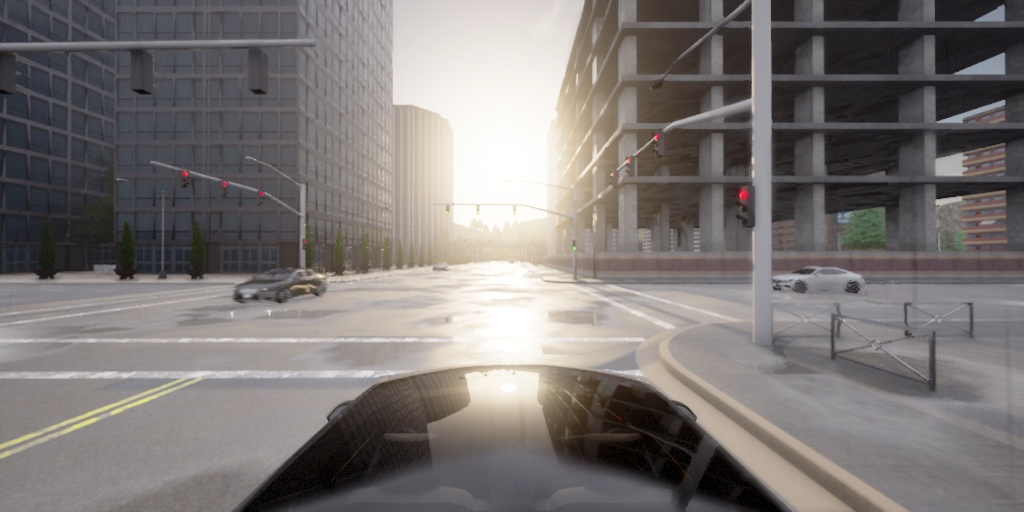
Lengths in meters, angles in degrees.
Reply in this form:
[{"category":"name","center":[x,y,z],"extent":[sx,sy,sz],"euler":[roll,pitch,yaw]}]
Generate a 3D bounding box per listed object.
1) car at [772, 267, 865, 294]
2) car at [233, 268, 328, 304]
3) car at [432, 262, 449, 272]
[{"category":"car","center":[17.010,1.326,20.121],"extent":[4.674,1.442,1.812],"euler":[0,0,-1]},{"category":"car","center":[-10.498,1.335,16.680],"extent":[2.128,1.511,4.902],"euler":[0,0,0]},{"category":"car","center":[-10.474,1.625,53.083],"extent":[1.812,1.442,4.674],"euler":[0,1,0]}]
